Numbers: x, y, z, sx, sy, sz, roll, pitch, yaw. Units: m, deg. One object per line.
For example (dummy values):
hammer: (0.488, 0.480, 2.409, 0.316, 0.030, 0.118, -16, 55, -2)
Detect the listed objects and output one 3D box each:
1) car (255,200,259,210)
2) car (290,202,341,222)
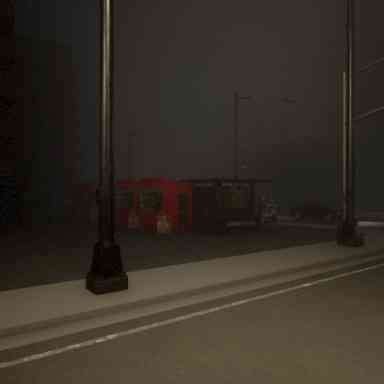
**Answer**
car: (8.137, 1.846, 48.916, 2.128, 1.511, 4.902, 0, -1, -36)
car: (10.466, 1.612, 27.557, 1.837, 1.490, 4.892, 0, -1, -36)
